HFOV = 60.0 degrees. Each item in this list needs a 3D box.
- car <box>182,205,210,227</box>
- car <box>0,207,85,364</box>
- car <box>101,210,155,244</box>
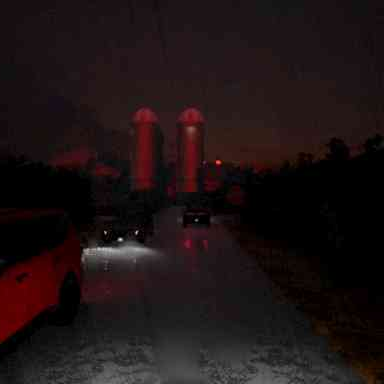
[{"bbox_3d":[0.306,1.655,23.969,2.128,1.511,4.902,0,-1,0],"label":"car"},{"bbox_3d":[-3.184,1.265,4.303,2.150,2.045,5.566,0,-1,1],"label":"car"},{"bbox_3d":[-3.004,1.649,16.819,2.033,1.411,5.357,0,0,1],"label":"car"}]
